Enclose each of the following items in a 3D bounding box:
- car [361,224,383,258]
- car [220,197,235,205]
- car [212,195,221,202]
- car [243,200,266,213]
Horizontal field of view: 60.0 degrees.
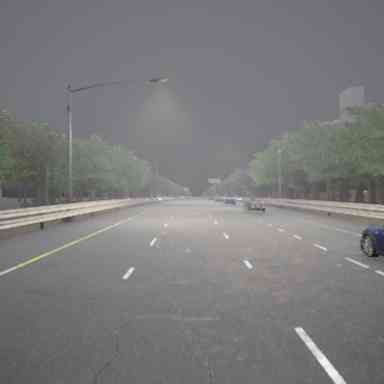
[{"bbox_3d":[7.043,1.355,9.942,2.097,1.767,4.553,0,0,-1],"label":"car"},{"bbox_3d":[7.141,1.712,64.294,1.882,1.535,5.008,0,-1,0],"label":"car"},{"bbox_3d":[7.333,1.936,91.463,2.097,1.767,4.553,0,-1,0],"label":"car"},{"bbox_3d":[7.032,1.585,37.795,2.033,1.411,5.357,0,0,0],"label":"car"}]
